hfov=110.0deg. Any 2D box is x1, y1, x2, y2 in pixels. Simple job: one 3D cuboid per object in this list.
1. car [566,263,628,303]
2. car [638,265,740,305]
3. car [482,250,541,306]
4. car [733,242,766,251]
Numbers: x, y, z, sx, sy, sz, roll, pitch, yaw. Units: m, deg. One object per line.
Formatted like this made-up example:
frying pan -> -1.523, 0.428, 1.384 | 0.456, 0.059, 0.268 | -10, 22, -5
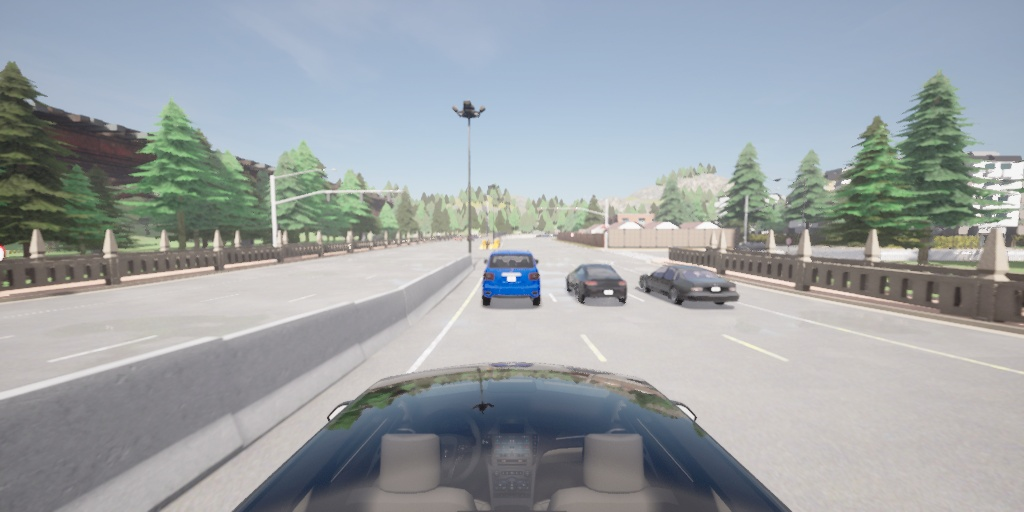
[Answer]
car -> 3.475, 1.027, 15.201 | 1.812, 1.442, 4.674 | 0, 3, 0
car -> 6.974, 1.067, 14.806 | 2.033, 1.411, 5.357 | 0, 3, 0
car -> -0.027, 0.737, 14.778 | 2.150, 2.045, 5.566 | 0, 3, 0
car -> 32.737, -1.214, 49.053 | 4.181, 1.385, 1.994 | 0, 4, 1
